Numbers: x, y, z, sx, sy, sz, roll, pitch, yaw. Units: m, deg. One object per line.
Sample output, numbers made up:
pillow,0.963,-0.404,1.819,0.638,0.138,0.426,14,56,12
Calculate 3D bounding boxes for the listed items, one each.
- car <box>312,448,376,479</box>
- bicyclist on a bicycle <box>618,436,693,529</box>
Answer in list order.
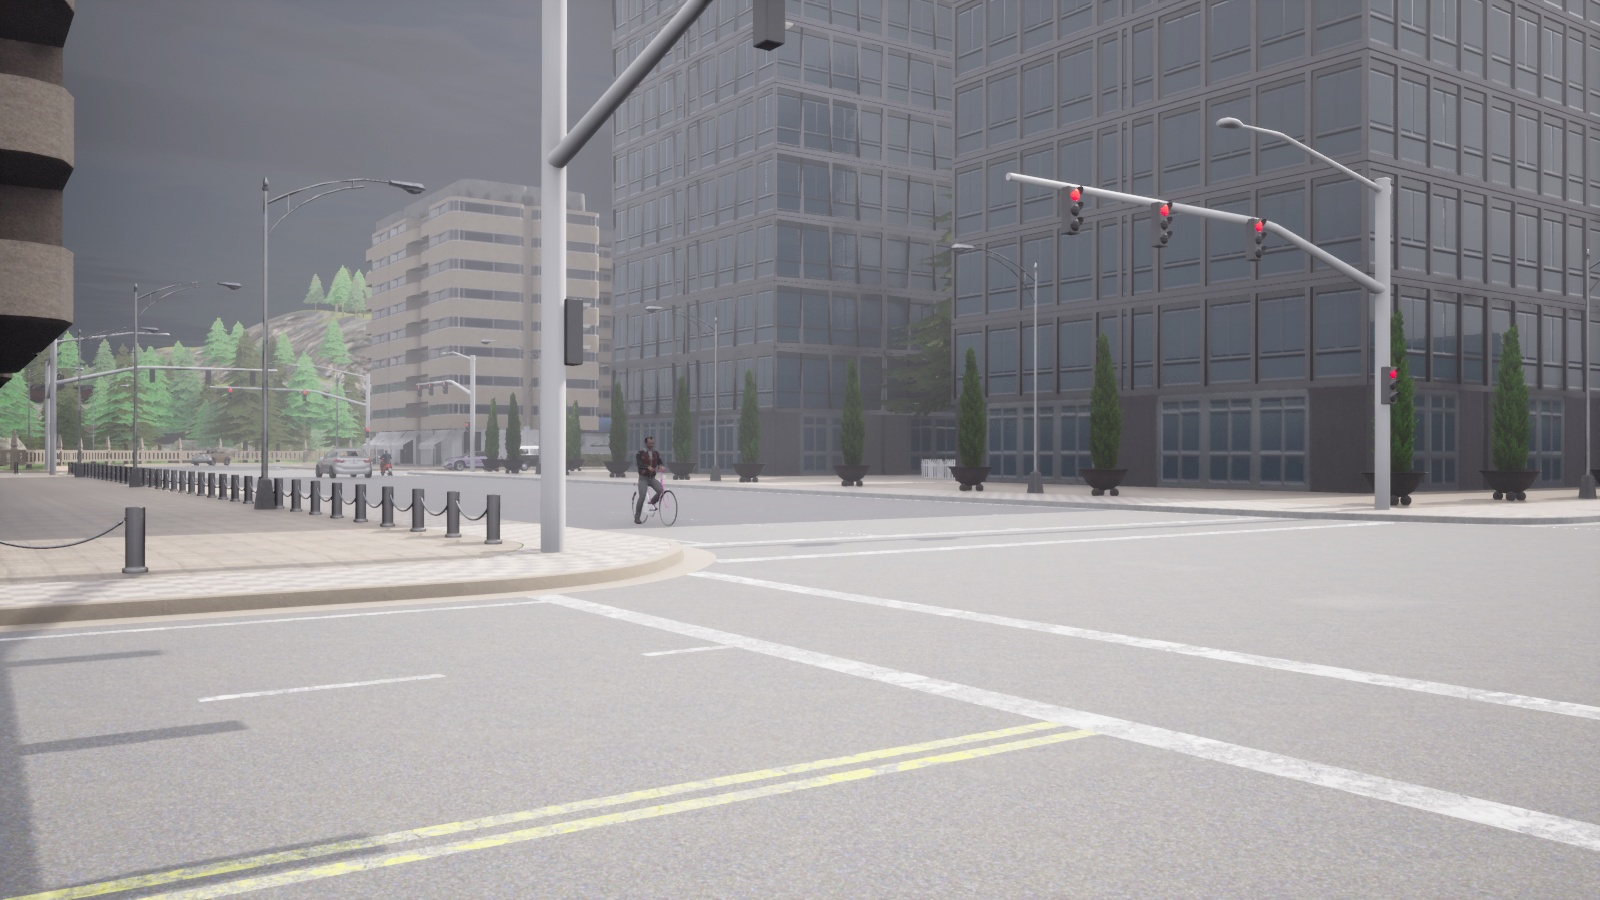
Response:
car,-25.523,0.760,70.225,2.242,1.667,4.611,0,0,-35
bicyclist on a bicycle,-2.864,0.626,24.769,0.659,1.776,1.843,0,-1,-35
